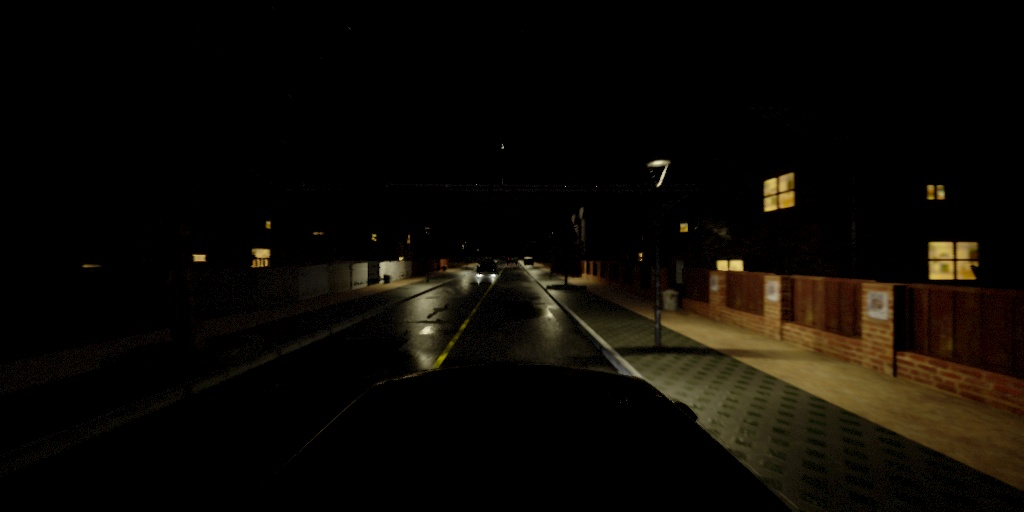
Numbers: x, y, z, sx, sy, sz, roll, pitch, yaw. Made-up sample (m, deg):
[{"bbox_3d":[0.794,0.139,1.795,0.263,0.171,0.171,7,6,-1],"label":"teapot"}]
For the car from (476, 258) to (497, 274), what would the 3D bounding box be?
[{"bbox_3d":[-2.827,1.071,40.702,2.097,1.767,4.553,0,0,0],"label":"car"}]
